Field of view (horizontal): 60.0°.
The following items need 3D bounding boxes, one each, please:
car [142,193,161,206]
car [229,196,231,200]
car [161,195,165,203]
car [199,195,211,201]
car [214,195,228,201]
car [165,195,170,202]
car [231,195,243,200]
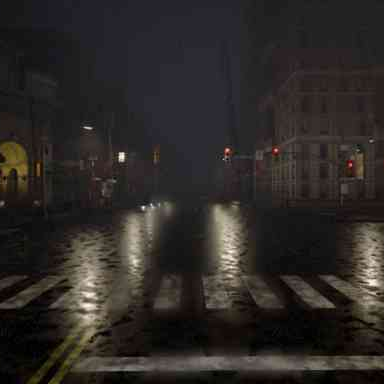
[{"bbox_3d":[-7.076,1.221,56.486,2.150,2.045,5.566,0,0,0],"label":"car"},{"bbox_3d":[8.234,1.465,94.330,1.882,1.535,5.008,0,0,38],"label":"car"},{"bbox_3d":[-7.009,1.504,66.178,1.837,1.490,4.892,0,0,1],"label":"car"},{"bbox_3d":[3.287,1.523,85.339,1.812,1.442,4.674,0,0,22],"label":"car"},{"bbox_3d":[7.088,1.524,85.317,2.128,1.511,4.902,0,0,25],"label":"car"},{"bbox_3d":[-6.352,1.477,76.621,1.882,1.535,5.008,0,0,7],"label":"car"},{"bbox_3d":[12.455,1.499,94.111,1.837,1.490,4.892,0,0,41],"label":"car"}]
